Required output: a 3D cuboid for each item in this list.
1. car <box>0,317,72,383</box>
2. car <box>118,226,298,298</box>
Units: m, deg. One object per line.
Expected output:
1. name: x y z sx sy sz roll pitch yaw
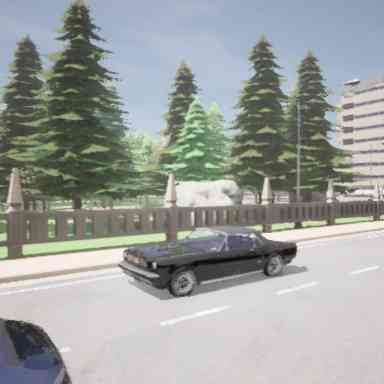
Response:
1. car: -2.889 1.565 1.913 4.181 1.385 1.994 0 0 -35
2. car: 0.562 1.600 8.681 4.718 1.301 1.895 0 0 -35
